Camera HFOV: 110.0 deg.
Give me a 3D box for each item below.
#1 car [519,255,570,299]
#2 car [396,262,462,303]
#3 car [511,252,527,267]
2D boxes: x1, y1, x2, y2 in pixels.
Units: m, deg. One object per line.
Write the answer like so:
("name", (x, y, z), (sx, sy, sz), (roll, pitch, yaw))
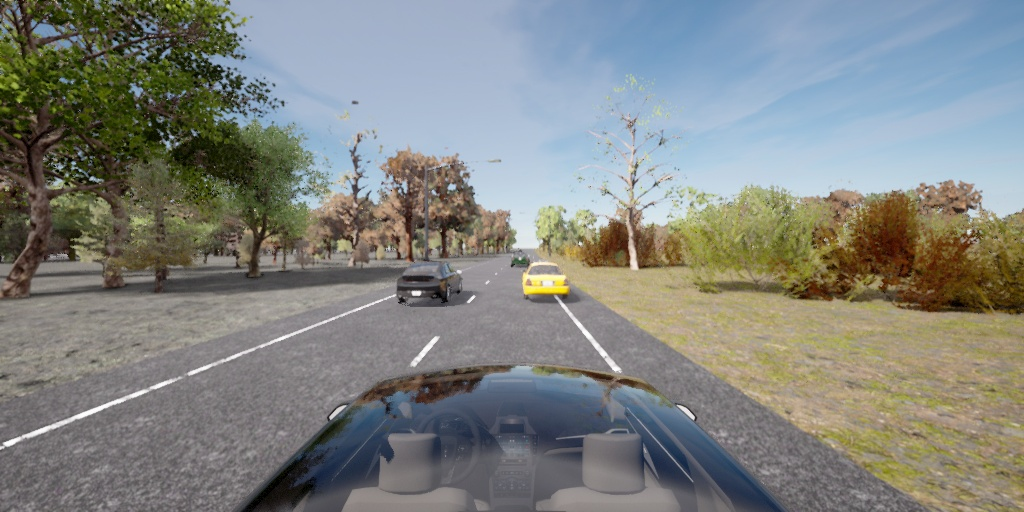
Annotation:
("car", (1.352, 0.926, 15.725), (1.801, 1.575, 5.366), (0, 1, 1))
("car", (-3.270, 0.994, 14.822), (1.837, 1.490, 4.892), (0, 1, 1))
("car", (1.004, 0.306, 41.703), (2.097, 1.767, 4.553), (0, 1, 3))
